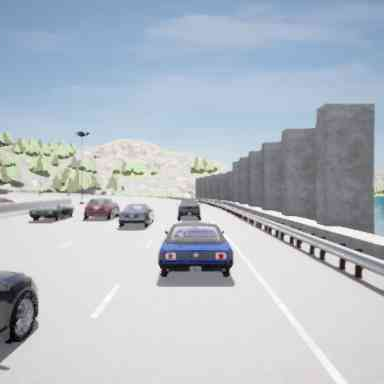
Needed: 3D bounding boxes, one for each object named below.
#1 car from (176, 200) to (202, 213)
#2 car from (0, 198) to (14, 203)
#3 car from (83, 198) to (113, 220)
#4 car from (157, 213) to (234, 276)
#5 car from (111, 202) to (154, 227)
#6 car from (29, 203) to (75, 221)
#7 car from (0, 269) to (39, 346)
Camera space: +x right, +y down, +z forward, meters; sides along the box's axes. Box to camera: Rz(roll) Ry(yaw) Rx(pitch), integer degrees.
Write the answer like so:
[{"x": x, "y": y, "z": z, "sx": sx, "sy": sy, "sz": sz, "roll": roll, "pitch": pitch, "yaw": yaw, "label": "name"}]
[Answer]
[{"x": -0.268, "y": 1.402, "z": 27.556, "sx": 1.837, "sy": 1.490, "sz": 4.892, "roll": 0, "pitch": 0, "yaw": -2, "label": "car"}, {"x": -21.951, "y": 1.387, "z": 37.999, "sx": 1.812, "sy": 1.442, "sz": 4.674, "roll": 0, "pitch": 0, "yaw": -3, "label": "car"}, {"x": -7.261, "y": 1.251, "z": 27.204, "sx": 2.097, "sy": 1.767, "sz": 4.553, "roll": 0, "pitch": 0, "yaw": -2, "label": "car"}, {"x": 0.082, "y": 1.562, "z": 10.222, "sx": 1.895, "sy": 1.301, "sz": 4.718, "roll": 0, "pitch": 0, "yaw": 0, "label": "car"}, {"x": -3.606, "y": 1.466, "z": 22.076, "sx": 2.033, "sy": 1.411, "sz": 5.357, "roll": 0, "pitch": 0, "yaw": -1, "label": "car"}, {"x": -10.718, "y": 1.506, "z": 25.900, "sx": 1.895, "sy": 1.301, "sz": 4.718, "roll": 0, "pitch": 0, "yaw": -2, "label": "car"}, {"x": -3.403, "y": 1.493, "z": 3.502, "sx": 1.837, "sy": 1.490, "sz": 4.892, "roll": 0, "pitch": 1, "yaw": 0, "label": "car"}]
